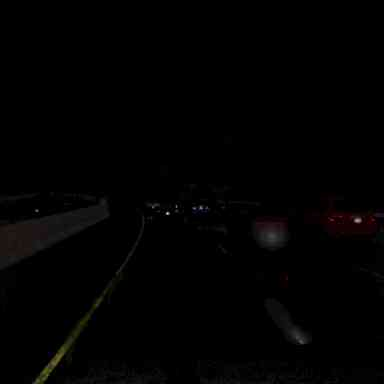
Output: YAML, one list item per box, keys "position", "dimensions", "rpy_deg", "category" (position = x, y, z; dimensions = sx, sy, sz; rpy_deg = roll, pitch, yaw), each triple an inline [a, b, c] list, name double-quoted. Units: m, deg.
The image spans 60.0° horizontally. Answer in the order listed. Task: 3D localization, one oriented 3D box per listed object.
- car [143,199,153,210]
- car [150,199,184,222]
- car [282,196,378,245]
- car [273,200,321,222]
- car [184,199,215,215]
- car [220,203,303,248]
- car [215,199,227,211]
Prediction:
- position: [-5.249, 1.598, 42.656]
  dimensions: [1.895, 1.301, 4.718]
  rpy_deg: [0, 0, -14]
  category: "car"
- position: [-2.089, 1.561, 26.566]
  dimensions: [1.994, 1.385, 4.181]
  rpy_deg: [0, 0, -8]
  category: "car"
- position: [6.286, 1.208, 15.737]
  dimensions: [2.150, 2.045, 5.566]
  rpy_deg: [0, 0, -5]
  category: "car"
- position: [8.422, 1.485, 27.288]
  dimensions: [1.837, 1.490, 4.892]
  rpy_deg: [0, 0, -8]
  category: "car"
- position: [0.371, 1.538, 33.262]
  dimensions: [2.033, 1.411, 5.357]
  rpy_deg: [0, 0, -11]
  category: "car"
- position: [2.820, 1.483, 14.887]
  dimensions: [2.128, 1.511, 4.902]
  rpy_deg: [0, 0, -5]
  category: "car"
- position: [2.948, 1.511, 38.119]
  dimensions: [1.812, 1.442, 4.674]
  rpy_deg: [0, 0, -12]
  category: "car"
